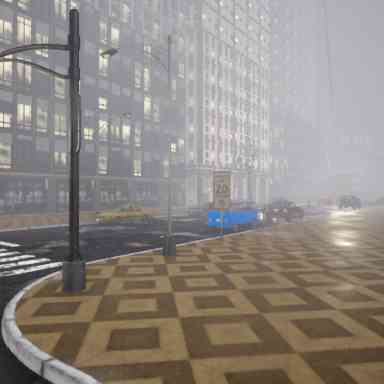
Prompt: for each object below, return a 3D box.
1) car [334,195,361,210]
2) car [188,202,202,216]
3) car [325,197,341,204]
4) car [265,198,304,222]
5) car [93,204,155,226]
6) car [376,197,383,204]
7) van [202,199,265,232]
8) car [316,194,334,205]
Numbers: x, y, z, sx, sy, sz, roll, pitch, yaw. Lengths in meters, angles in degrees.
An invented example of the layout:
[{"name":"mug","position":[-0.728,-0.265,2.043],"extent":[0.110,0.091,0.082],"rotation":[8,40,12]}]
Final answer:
[{"name":"car","position":[21.138,1.368,44.528],"extent":[2.192,1.841,5.009],"rotation":[0,0,38]},{"name":"car","position":[1.327,1.604,31.687],"extent":[1.802,1.307,4.206],"rotation":[0,0,38]},{"name":"car","position":[28.454,1.624,66.975],"extent":[2.008,1.369,4.403],"rotation":[0,0,38]},{"name":"car","position":[7.574,1.472,26.884],"extent":[1.967,1.590,4.097],"rotation":[0,0,38]},{"name":"car","position":[-4.776,1.540,23.960],"extent":[1.752,1.417,4.829],"rotation":[0,0,38]},{"name":"car","position":[38.091,1.658,66.582],"extent":[1.947,1.339,4.313],"rotation":[0,0,38]},{"name":"van","position":[2.616,1.368,20.251],"extent":[1.690,1.788,3.998],"rotation":[0,0,38]},{"name":"car","position":[25.064,1.381,62.565],"extent":[2.192,1.841,5.009],"rotation":[0,0,38]}]
